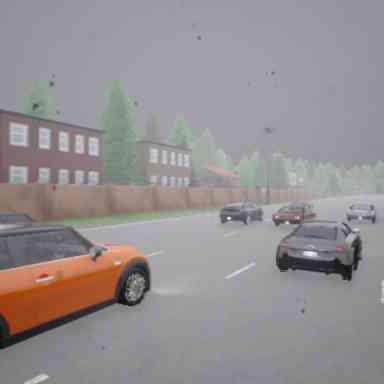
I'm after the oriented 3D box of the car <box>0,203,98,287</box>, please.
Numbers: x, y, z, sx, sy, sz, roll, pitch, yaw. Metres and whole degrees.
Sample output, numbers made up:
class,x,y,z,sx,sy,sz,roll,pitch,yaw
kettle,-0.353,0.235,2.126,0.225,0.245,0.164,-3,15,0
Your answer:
class,x,y,z,sx,sy,sz,roll,pitch,yaw
car,-4.943,1.272,8.743,2.097,1.767,4.553,1,0,31

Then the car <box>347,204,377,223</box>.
class,x,y,z,sx,sy,sz,roll,pitch,yaw
car,13.228,1.572,25.776,1.895,1.301,4.718,1,0,31

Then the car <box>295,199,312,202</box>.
class,x,y,z,sx,sy,sz,roll,pitch,yaw
car,13.144,1.471,39.409,1.994,1.385,4.181,1,0,31

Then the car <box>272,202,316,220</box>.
class,x,y,z,sx,sy,sz,roll,pitch,yaw
car,6.851,1.545,21.855,1.895,1.301,4.718,1,0,31

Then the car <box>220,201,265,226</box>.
class,x,y,z,sx,sy,sz,roll,pitch,yaw
car,3.597,1.419,23.222,1.837,1.490,4.892,1,0,31

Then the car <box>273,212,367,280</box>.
class,x,y,z,sx,sy,sz,roll,pitch,yaw
car,4.031,1.542,10.184,1.994,1.385,4.181,1,0,31

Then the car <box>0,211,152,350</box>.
class,x,y,z,sx,sy,sz,roll,pitch,yaw
car,-2.675,1.303,5.699,2.097,1.767,4.553,1,0,31
